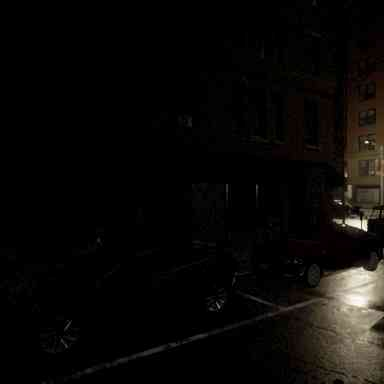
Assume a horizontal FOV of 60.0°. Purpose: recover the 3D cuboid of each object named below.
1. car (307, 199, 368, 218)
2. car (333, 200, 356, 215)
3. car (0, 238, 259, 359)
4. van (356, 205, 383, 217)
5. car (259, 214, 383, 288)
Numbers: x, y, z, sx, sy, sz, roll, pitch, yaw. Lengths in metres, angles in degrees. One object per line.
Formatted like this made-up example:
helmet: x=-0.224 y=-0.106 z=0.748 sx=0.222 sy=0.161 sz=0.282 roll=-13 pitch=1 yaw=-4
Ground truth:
car: x=13.521 y=1.487 z=31.207 sx=2.128 sy=1.511 sz=4.902 roll=0 pitch=0 yaw=-36
car: x=11.681 y=1.584 z=28.209 sx=1.895 sy=1.301 sz=4.718 roll=0 pitch=0 yaw=-36
car: x=-1.070 y=1.566 z=5.988 sx=4.313 sy=1.339 sz=1.947 roll=0 pitch=0 yaw=-35
van: x=8.174 y=1.338 z=12.522 sx=3.998 sy=1.788 sz=1.690 roll=0 pitch=0 yaw=-35
car: x=3.551 y=1.544 z=9.255 sx=4.507 sy=1.381 sz=1.887 roll=0 pitch=0 yaw=-35
